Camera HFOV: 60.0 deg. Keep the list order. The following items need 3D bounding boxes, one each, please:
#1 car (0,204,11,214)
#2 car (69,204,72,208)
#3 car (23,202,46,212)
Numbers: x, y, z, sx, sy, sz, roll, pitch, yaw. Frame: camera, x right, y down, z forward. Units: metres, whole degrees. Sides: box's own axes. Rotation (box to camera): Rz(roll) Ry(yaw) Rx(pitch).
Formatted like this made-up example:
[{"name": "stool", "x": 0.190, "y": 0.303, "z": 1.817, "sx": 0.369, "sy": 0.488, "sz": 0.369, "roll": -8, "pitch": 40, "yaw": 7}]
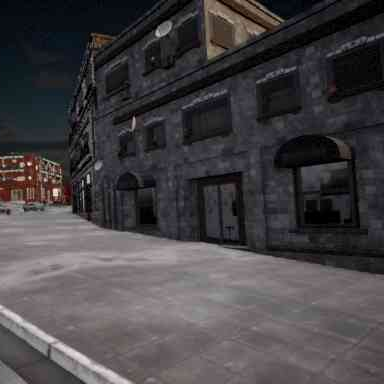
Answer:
[{"name": "car", "x": -23.135, "y": 2.075, "z": 39.200, "sx": 1.812, "sy": 1.442, "sz": 4.674, "roll": -3, "pitch": -1, "yaw": -5}, {"name": "car", "x": -29.391, "y": 3.412, "z": 83.525, "sx": 1.895, "sy": 1.301, "sz": 4.718, "roll": -3, "pitch": -1, "yaw": -3}, {"name": "car", "x": -24.104, "y": 2.255, "z": 51.036, "sx": 2.128, "sy": 1.511, "sz": 4.902, "roll": -3, "pitch": -1, "yaw": -3}]
